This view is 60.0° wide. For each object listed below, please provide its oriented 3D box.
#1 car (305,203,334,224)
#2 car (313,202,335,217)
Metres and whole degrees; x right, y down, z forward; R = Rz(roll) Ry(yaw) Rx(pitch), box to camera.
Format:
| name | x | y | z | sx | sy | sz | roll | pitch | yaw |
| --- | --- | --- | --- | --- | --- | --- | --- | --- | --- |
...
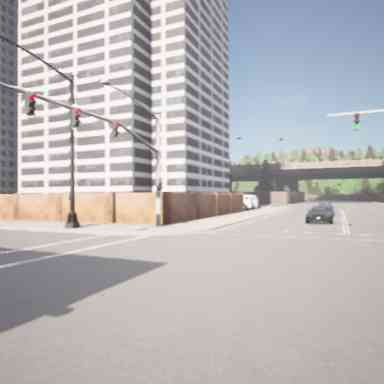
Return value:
| name | x | y | z | sx | sy | sz | roll | pitch | yaw |
| --- | --- | --- | --- | --- | --- | --- | --- | --- | --- |
| car | 10.490 | 1.839 | 27.311 | 1.994 | 1.385 | 4.181 | -1 | -1 | 24 |
| car | 14.725 | 1.914 | 36.888 | 2.033 | 1.411 | 5.357 | -1 | -1 | 24 |
